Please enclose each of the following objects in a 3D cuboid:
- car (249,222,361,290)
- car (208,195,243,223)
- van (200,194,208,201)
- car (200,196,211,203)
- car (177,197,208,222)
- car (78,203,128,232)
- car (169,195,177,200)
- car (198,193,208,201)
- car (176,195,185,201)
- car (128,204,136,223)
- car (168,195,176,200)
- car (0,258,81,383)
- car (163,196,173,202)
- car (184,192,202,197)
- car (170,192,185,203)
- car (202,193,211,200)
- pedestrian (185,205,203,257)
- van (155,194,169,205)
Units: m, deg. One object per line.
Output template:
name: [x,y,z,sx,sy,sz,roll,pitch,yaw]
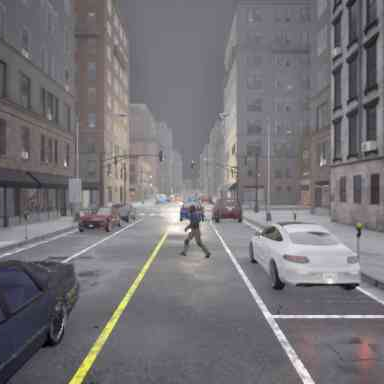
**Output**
car: [2.757,1.523,8.940,1.812,1.442,4.674,0,0,0]
car: [2.656,1.303,25.425,2.192,1.841,5.009,0,0,0]
van: [2.749,1.293,79.014,1.690,1.788,3.998,0,0,0]
car: [2.751,1.511,68.202,2.008,1.369,4.403,0,0,0]
car: [0.015,1.465,26.576,1.882,1.535,5.008,0,0,0]
car: [-5.373,1.536,19.920,1.887,1.381,4.507,0,0,0]
car: [-5.327,1.490,95.238,2.008,1.369,4.403,0,0,0]
car: [2.748,1.263,84.421,2.192,1.841,5.009,0,0,0]
car: [-2.688,1.489,81.934,2.033,1.411,5.357,0,0,0]
car: [-5.369,1.554,25.430,1.947,1.339,4.313,0,0,0]
car: [-5.332,1.469,89.663,1.752,1.417,4.829,0,0,0]
car: [-2.848,1.546,3.566,2.033,1.411,5.357,0,0,0]
car: [-5.349,1.501,73.613,1.887,1.381,4.507,0,0,0]
car: [0.129,1.320,56.389,2.097,1.767,4.553,0,0,0]
car: [-2.727,1.313,66.484,2.097,1.767,4.553,0,0,1]
car: [2.752,1.279,62.796,2.192,1.841,5.009,0,0,0]
pedestrian: [0.066,1.290,11.107,0.375,1.860,0.375,0,0,-14]
van: [-5.365,1.309,57.394,1.690,1.788,3.998,0,0,0]
